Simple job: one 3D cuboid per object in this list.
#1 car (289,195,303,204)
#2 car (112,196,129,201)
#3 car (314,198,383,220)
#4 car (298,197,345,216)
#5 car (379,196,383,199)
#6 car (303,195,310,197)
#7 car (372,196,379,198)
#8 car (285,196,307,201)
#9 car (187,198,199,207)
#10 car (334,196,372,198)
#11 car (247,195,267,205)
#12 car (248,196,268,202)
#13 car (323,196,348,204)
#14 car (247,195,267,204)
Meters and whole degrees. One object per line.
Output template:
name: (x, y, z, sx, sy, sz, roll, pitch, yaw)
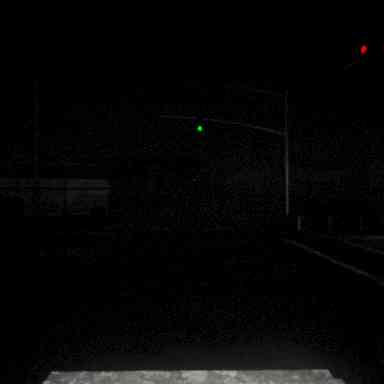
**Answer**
car: (21.252, 1.471, 65.375, 4.605, 1.855, 1.932, 0, 0, 0)
car: (-19.508, 1.853, 91.190, 4.674, 1.442, 1.812, 0, 0, 0)
car: (13.047, 1.499, 27.904, 4.514, 1.523, 2.007, 0, 0, 0)
car: (12.980, 1.508, 31.041, 5.027, 1.636, 2.152, 0, 0, 0)
car: (38.650, 1.509, 62.315, 5.027, 1.636, 2.152, 0, 0, 0)
car: (20.597, 1.600, 52.914, 4.514, 1.523, 2.007, 0, 0, 0)
car: (38.297, 1.625, 68.730, 3.806, 1.475, 1.970, 0, 0, 0)
car: (28.569, 1.869, 91.277, 5.357, 1.411, 2.033, 0, 0, 0)
car: (0.181, 1.841, 58.923, 1.837, 1.490, 4.892, 0, 0, 0)
car: (20.600, 1.565, 42.921, 3.633, 1.501, 1.845, 0, 0, 0)
car: (12.773, 1.734, 65.297, 3.806, 1.475, 1.970, 0, 0, 0)
car: (18.027, 1.854, 91.258, 4.902, 1.511, 2.128, 0, 0, 0)
car: (31.232, 1.711, 72.360, 4.514, 1.523, 2.007, 0, 0, 0)
car: (13.369, 1.469, 68.626, 3.866, 1.878, 1.905, 0, 0, 0)
